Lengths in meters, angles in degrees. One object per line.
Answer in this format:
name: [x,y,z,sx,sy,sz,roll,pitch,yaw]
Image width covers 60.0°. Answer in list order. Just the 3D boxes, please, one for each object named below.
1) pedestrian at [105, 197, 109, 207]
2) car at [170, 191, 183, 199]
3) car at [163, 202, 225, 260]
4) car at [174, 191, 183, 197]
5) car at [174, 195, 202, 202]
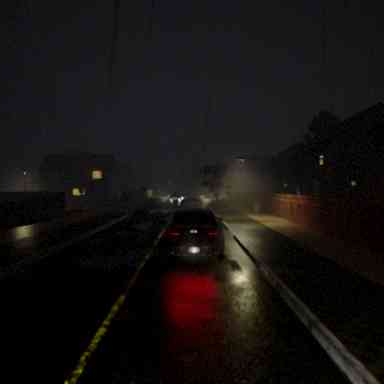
pedestrian: [-10.069,0.771,39.368,0.375,1.860,0.375,0,-1,5]
car: [-3.029,0.516,63.230,1.837,1.490,4.892,0,1,0]
car: [0.055,1.297,11.522,1.837,1.490,4.892,0,1,0]
car: [-3.066,0.418,78.309,1.895,1.301,4.718,0,1,0]
car: [-0.024,1.147,23.075,2.033,1.411,5.357,0,1,-1]
